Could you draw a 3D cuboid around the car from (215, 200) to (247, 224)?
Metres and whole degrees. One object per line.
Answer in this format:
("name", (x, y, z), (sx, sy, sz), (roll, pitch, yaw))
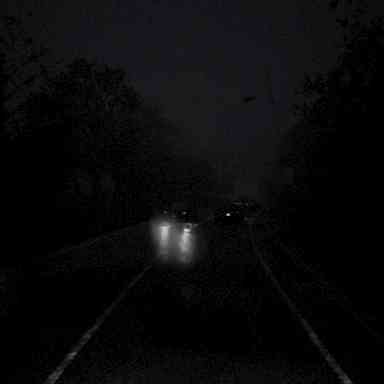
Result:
("car", (2.882, 1.545, 24.957), (1.994, 1.385, 4.181), (1, 0, 11))

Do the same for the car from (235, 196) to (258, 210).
("car", (7.255, 1.543, 42.304), (2.033, 1.411, 5.357), (1, 0, 16))

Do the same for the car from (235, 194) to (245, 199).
("car", (9.675, 1.282, 65.971), (2.097, 1.767, 4.553), (1, 0, 12))

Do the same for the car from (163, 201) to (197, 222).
("car", (-0.796, 1.439, 25.539), (1.812, 1.442, 4.674), (1, 0, 12))
